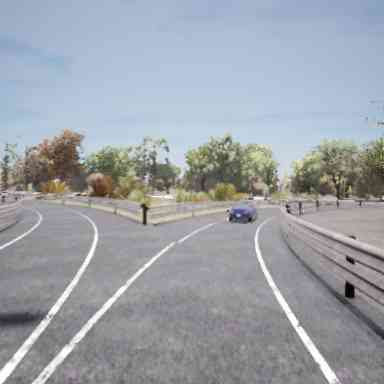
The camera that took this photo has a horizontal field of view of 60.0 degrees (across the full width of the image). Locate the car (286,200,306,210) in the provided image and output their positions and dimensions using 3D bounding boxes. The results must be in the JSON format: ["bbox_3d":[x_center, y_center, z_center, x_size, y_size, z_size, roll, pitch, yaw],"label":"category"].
[{"bbox_3d":[15.392,1.898,49.200,1.837,1.490,4.892,-2,-2,37],"label":"car"}]

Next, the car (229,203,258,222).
[{"bbox_3d":[4.374,1.674,27.986,1.812,1.442,4.674,0,0,19],"label":"car"}]
